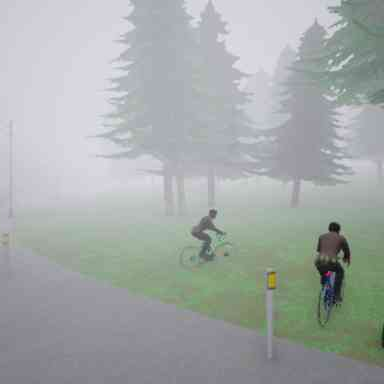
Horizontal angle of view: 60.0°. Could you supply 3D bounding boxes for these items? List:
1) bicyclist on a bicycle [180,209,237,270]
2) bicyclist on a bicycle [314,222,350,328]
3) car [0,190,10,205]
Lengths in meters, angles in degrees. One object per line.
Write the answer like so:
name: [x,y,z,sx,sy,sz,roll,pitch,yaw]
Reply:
bicyclist on a bicycle: [0.454,1.300,9.039,1.656,1.620,0.582,-3,3,-15]
bicyclist on a bicycle: [2.431,1.363,5.756,0.582,1.620,1.656,1,4,37]
car: [-22.588,0.553,38.717,2.097,1.767,4.553,0,3,-13]
